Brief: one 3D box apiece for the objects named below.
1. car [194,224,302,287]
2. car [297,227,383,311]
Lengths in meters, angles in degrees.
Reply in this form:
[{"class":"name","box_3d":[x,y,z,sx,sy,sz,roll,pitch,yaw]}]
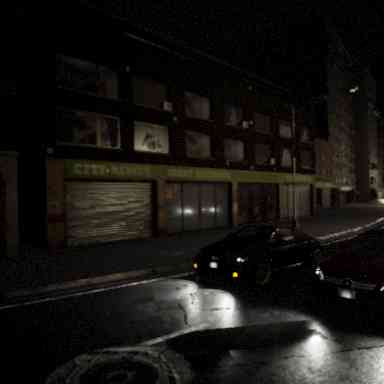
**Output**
[{"class":"car","box_3d":[2.066,1.663,9.710,4.181,1.385,1.994,0,-1,-40]},{"class":"car","box_3d":[4.536,1.564,7.481,4.674,1.442,1.812,0,-1,-41]}]
